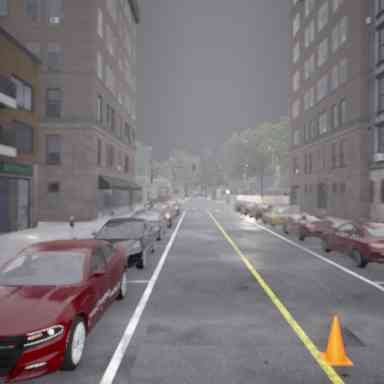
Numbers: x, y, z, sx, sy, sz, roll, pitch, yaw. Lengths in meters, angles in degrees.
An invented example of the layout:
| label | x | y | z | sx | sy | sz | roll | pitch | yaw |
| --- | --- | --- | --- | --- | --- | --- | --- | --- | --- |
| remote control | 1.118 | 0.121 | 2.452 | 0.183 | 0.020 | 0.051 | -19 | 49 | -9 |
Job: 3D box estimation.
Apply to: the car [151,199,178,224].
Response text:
| label | x | y | z | sx | sy | sz | roll | pitch | yaw |
| --- | --- | --- | --- | --- | --- | --- | --- | --- | --- |
| car | -2.188 | 1.463 | 22.264 | 1.967 | 1.590 | 4.097 | 0 | 0 | 0 |

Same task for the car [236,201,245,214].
| label | x | y | z | sx | sy | sz | roll | pitch | yaw |
| --- | --- | --- | --- | --- | --- | --- | --- | --- | --- |
| car | 5.887 | 1.670 | 33.266 | 1.802 | 1.307 | 4.206 | 0 | 0 | 0 |

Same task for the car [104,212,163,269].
| label | x | y | z | sx | sy | sz | roll | pitch | yaw |
| --- | --- | --- | --- | --- | --- | --- | --- | --- | --- |
| car | -2.240 | 1.569 | 11.227 | 1.947 | 1.339 | 4.313 | 0 | 0 | 0 |

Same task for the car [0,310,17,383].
| label | x | y | z | sx | sy | sz | roll | pitch | yaw |
| --- | --- | --- | --- | --- | --- | --- | --- | --- | --- |
| car | -2.291 | 1.539 | 0.190 | 2.008 | 1.369 | 4.403 | 0 | 0 | 0 |

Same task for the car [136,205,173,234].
| label | x | y | z | sx | sy | sz | roll | pitch | yaw |
| --- | --- | --- | --- | --- | --- | --- | --- | --- | --- |
| car | -2.214 | 1.563 | 16.745 | 2.008 | 1.369 | 4.403 | 0 | 0 | 0 |

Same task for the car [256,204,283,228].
| label | x | y | z | sx | sy | sz | roll | pitch | yaw |
| --- | --- | --- | --- | --- | --- | --- | --- | --- | --- |
| car | 5.837 | 1.591 | 22.400 | 1.752 | 1.417 | 4.829 | 0 | 0 | 0 |

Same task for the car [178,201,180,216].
| label | x | y | z | sx | sy | sz | roll | pitch | yaw |
| --- | --- | --- | --- | --- | --- | --- | --- | --- | --- |
| car | -2.164 | 1.559 | 27.613 | 1.752 | 1.417 | 4.829 | 0 | 0 | 0 |

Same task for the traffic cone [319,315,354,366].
| label | x | y | z | sx | sy | sz | roll | pitch | yaw |
| --- | --- | --- | --- | --- | --- | --- | --- | --- | --- |
| traffic cone | 1.945 | 1.972 | 4.506 | 0.340 | 0.580 | 0.340 | 0 | 0 | 0 |

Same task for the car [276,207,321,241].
| label | x | y | z | sx | sy | sz | roll | pitch | yaw |
| --- | --- | --- | --- | --- | --- | --- | --- | --- | --- |
| car | 5.810 | 1.637 | 16.712 | 1.802 | 1.307 | 4.206 | 0 | 0 | 0 |

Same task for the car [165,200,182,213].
| label | x | y | z | sx | sy | sz | roll | pitch | yaw |
| --- | --- | --- | --- | --- | --- | --- | --- | --- | --- |
| car | -2.112 | 1.639 | 38.821 | 1.802 | 1.307 | 4.206 | 0 | 0 | 0 |

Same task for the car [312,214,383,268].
| label | x | y | z | sx | sy | sz | roll | pitch | yaw |
| --- | --- | --- | --- | --- | --- | --- | --- | --- | --- |
| car | 5.785 | 1.628 | 11.194 | 1.802 | 1.307 | 4.206 | 0 | 0 | 0 |

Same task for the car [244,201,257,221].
| label | x | y | z | sx | sy | sz | roll | pitch | yaw |
| --- | --- | --- | --- | --- | --- | --- | --- | --- | --- |
| car | 5.862 | 1.622 | 27.748 | 1.887 | 1.381 | 4.507 | 0 | 0 | 0 |

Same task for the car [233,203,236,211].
| label | x | y | z | sx | sy | sz | roll | pitch | yaw |
| --- | --- | --- | --- | --- | --- | --- | --- | --- | --- |
| car | 5.913 | 1.666 | 38.785 | 1.947 | 1.339 | 4.313 | 0 | 0 | 0 |

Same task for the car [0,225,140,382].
| label | x | y | z | sx | sy | sz | roll | pitch | yaw |
| --- | --- | --- | --- | --- | --- | --- | --- | --- | --- |
| car | -2.265 | 1.540 | 5.709 | 1.887 | 1.381 | 4.507 | 0 | 0 | 0 |
